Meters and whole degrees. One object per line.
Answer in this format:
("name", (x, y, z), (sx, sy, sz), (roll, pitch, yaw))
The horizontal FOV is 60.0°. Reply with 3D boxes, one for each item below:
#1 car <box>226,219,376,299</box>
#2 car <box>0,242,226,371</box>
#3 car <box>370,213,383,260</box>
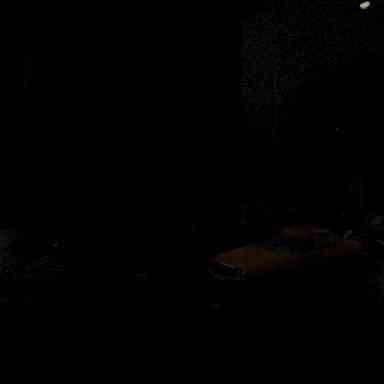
("car", (2.514, 1.528, 8.457), (4.829, 1.417, 1.752), (0, 0, -36))
("car", (-1.769, 1.566, 5.390), (4.313, 1.339, 1.947), (0, 0, -36))
("car", (7.072, 1.445, 11.723), (4.097, 1.590, 1.967), (0, 0, -36))
